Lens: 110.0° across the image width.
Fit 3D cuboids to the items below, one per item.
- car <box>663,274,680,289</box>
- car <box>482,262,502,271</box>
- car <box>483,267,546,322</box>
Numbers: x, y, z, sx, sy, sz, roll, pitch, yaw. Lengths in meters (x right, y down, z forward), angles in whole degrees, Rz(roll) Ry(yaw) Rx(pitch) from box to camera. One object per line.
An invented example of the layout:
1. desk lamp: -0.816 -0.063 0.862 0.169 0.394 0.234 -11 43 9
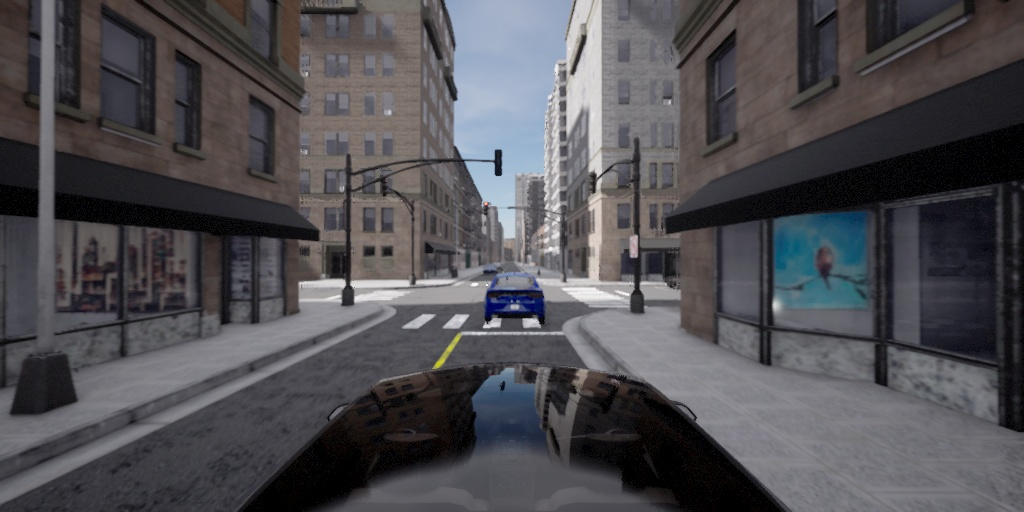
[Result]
1. car: 12.388 1.502 23.854 4.313 1.339 1.948 0 0 0
2. car: -2.796 1.703 47.222 2.033 1.411 5.357 0 -1 0
3. car: 0.094 1.323 12.693 1.882 1.535 5.008 0 0 0
